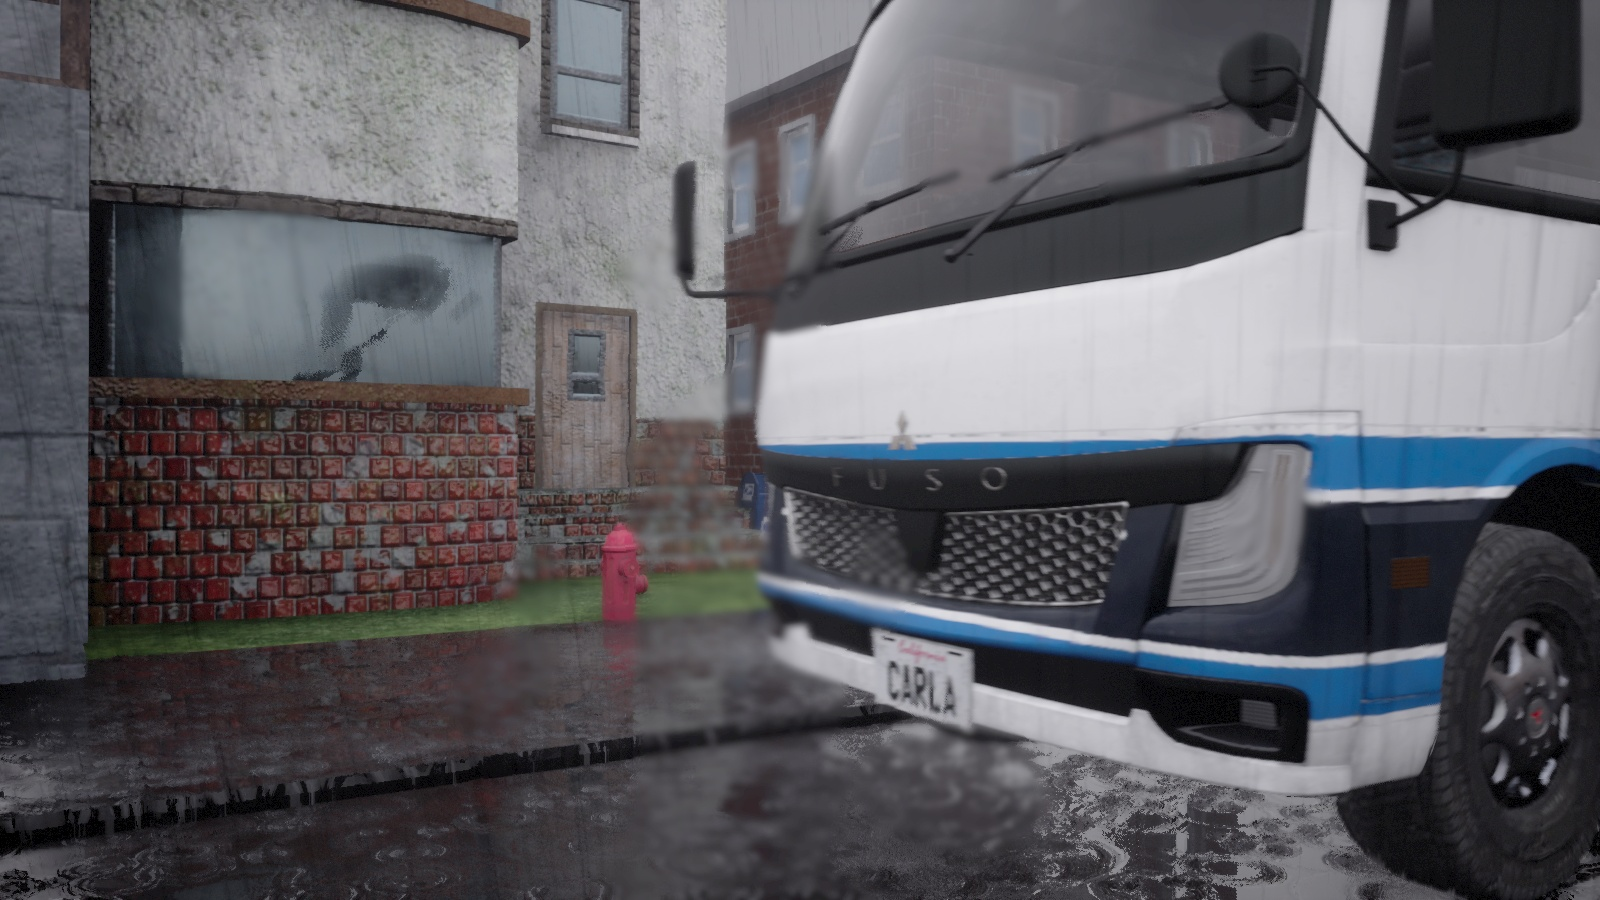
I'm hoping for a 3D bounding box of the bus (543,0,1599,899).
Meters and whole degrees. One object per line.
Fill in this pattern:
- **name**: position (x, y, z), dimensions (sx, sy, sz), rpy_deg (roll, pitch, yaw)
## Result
- **bus**: position (4.200, -0.624, 6.927), dimensions (10.273, 4.253, 3.944), rpy_deg (0, 0, -30)
